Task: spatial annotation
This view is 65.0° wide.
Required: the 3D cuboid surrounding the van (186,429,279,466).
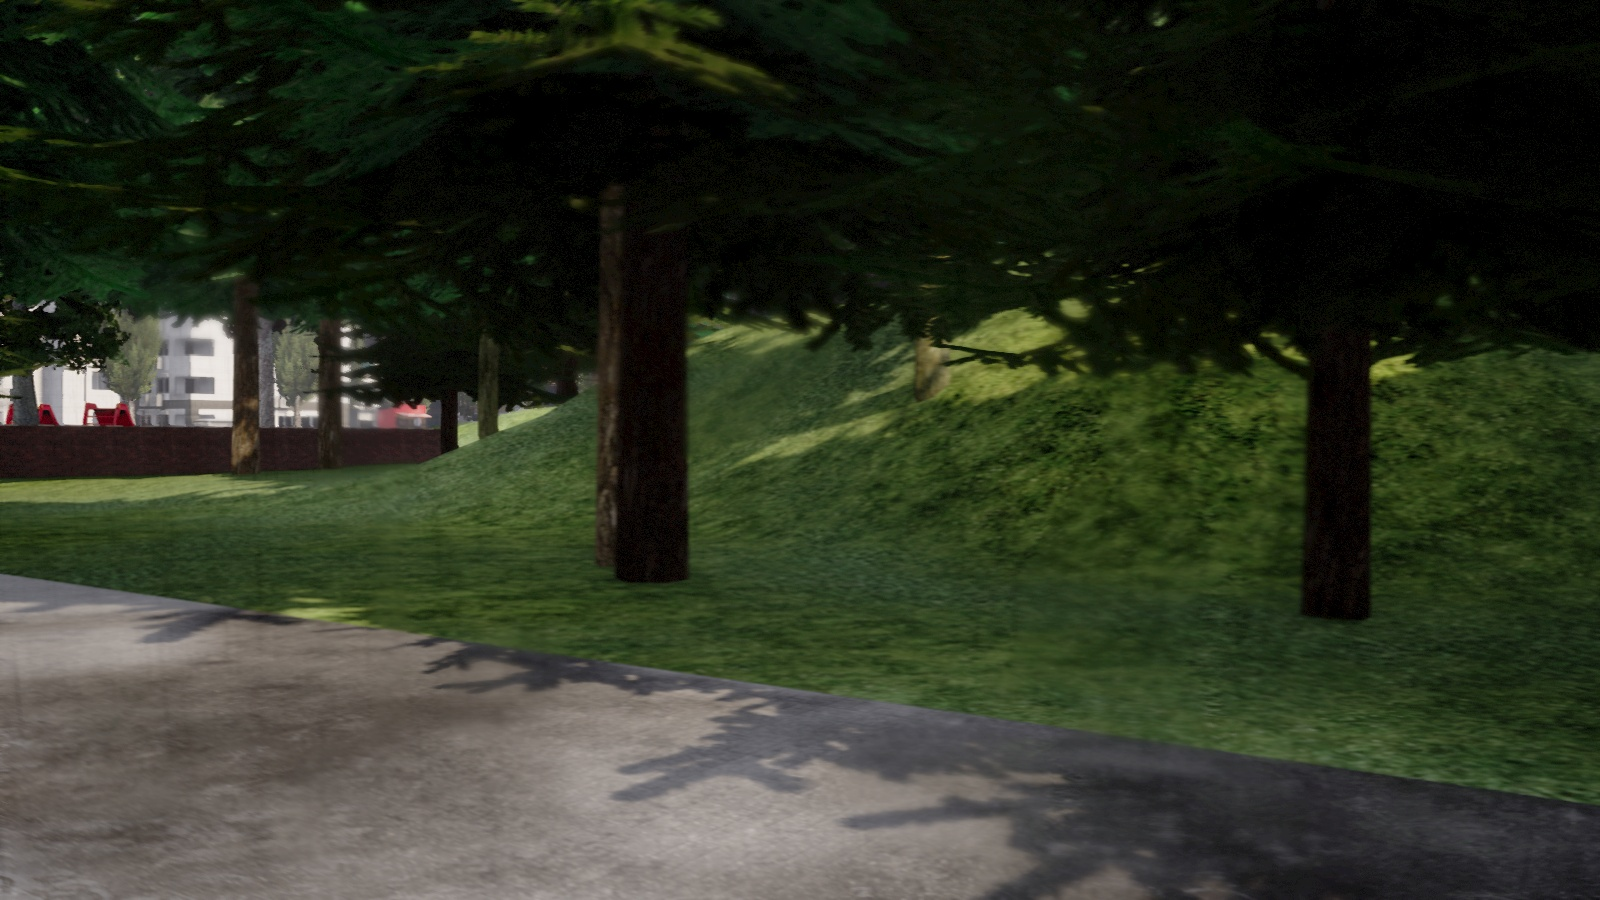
[{"bbox_3d":[-31.696,-0.188,70.289,1.775,1.987,4.442,0,1,34],"label":"van"}]
